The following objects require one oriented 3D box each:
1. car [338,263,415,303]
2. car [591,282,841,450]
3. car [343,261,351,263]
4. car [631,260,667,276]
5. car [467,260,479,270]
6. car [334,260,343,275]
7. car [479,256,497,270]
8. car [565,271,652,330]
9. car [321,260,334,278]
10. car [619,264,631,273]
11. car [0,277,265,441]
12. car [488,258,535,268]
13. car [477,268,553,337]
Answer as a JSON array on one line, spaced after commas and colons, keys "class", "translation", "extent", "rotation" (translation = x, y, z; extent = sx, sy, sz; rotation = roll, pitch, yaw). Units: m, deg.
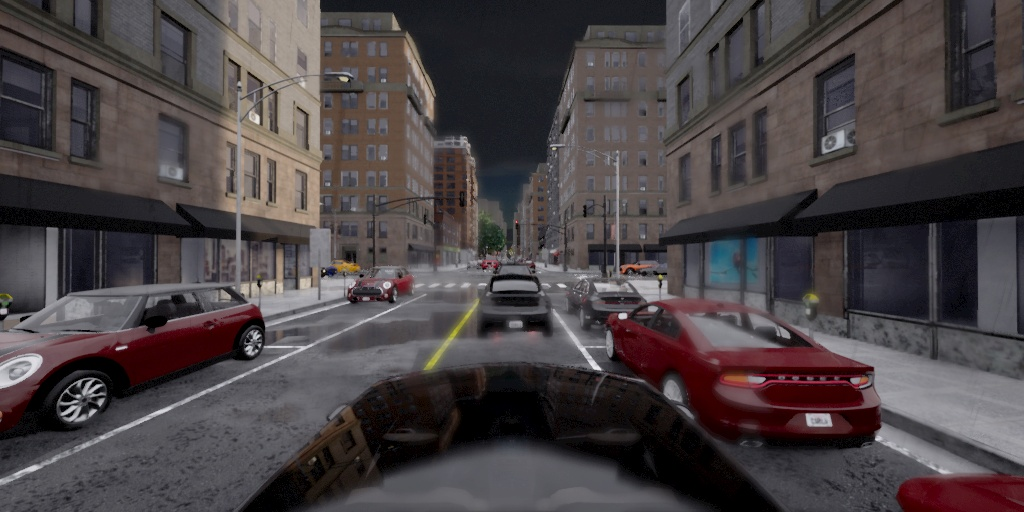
[{"class": "car", "translation": [-5.834, 1.193, 16.348], "extent": [1.967, 1.591, 4.097], "rotation": [0, 0, 0]}, {"class": "car", "translation": [2.675, 1.295, 5.355], "extent": [1.888, 1.381, 4.507], "rotation": [0, 0, 0]}, {"class": "car", "translation": [-19.248, 1.197, 39.007], "extent": [5.008, 1.535, 1.882], "rotation": [0, 0, 0]}, {"class": "car", "translation": [15.191, 1.392, 35.961], "extent": [5.357, 1.411, 2.033], "rotation": [0, 0, 0]}, {"class": "car", "translation": [-5.906, 1.340, 54.709], "extent": [2.007, 1.370, 4.403], "rotation": [0, 0, 0]}, {"class": "car", "translation": [-18.409, 1.147, 32.372], "extent": [5.008, 1.535, 1.882], "rotation": [0, 0, 0]}, {"class": "car", "translation": [-3.130, 1.009, 52.607], "extent": [2.150, 2.045, 5.566], "rotation": [0, 0, 0]}, {"class": "car", "translation": [2.683, 1.302, 10.846], "extent": [2.007, 1.370, 4.403], "rotation": [0, 0, 0]}, {"class": "car", "translation": [-18.019, 0.866, 29.117], "extent": [5.566, 2.045, 2.150], "rotation": [0, 0, 0]}, {"class": "car", "translation": [14.026, 1.218, 39.222], "extent": [4.553, 1.767, 2.097], "rotation": [0, 0, 0]}, {"class": "car", "translation": [-5.852, 1.190, 5.361], "extent": [1.967, 1.591, 4.097], "rotation": [0, 0, 0]}, {"class": "car", "translation": [0.121, 1.106, 17.685], "extent": [2.097, 1.767, 4.553], "rotation": [0, 0, 0]}, {"class": "car", "translation": [0.057, 1.257, 10.271], "extent": [1.837, 1.490, 4.892], "rotation": [0, 0, -1]}]
